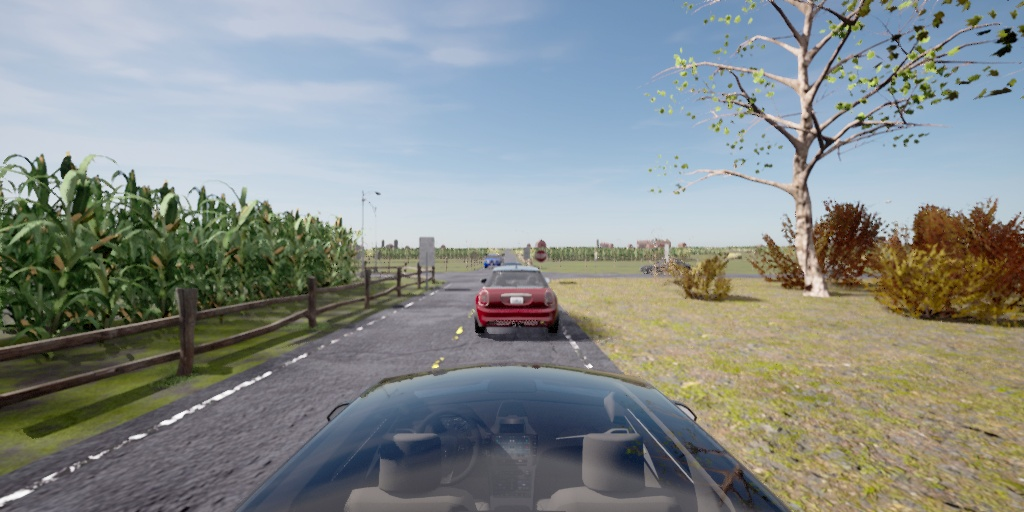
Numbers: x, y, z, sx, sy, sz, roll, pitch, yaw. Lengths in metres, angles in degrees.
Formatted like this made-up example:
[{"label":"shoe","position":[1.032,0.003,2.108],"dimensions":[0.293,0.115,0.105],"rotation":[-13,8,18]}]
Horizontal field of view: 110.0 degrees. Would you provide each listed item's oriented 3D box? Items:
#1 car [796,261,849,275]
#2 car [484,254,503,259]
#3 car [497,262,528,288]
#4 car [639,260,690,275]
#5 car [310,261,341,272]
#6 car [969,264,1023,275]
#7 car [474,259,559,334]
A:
[{"label":"car","position":[31.624,1.223,36.624],"dimensions":[4.674,1.442,1.812],"rotation":[0,0,0]},{"label":"car","position":[-2.809,0.745,51.859],"dimensions":[2.150,2.045,5.566],"rotation":[0,0,0]},{"label":"car","position":[-0.064,1.173,23.853],"dimensions":[1.837,1.490,4.892],"rotation":[0,0,-3]},{"label":"car","position":[15.547,1.156,36.603],"dimensions":[4.892,1.490,1.837],"rotation":[0,0,0]},{"label":"car","position":[-18.060,1.139,33.595],"dimensions":[4.181,1.385,1.994],"rotation":[0,0,0]},{"label":"car","position":[49.122,1.346,36.557],"dimensions":[5.357,1.411,2.033],"rotation":[0,0,0]},{"label":"car","position":[0.109,1.071,10.653],"dimensions":[2.097,1.767,4.553],"rotation":[0,0,0]}]
